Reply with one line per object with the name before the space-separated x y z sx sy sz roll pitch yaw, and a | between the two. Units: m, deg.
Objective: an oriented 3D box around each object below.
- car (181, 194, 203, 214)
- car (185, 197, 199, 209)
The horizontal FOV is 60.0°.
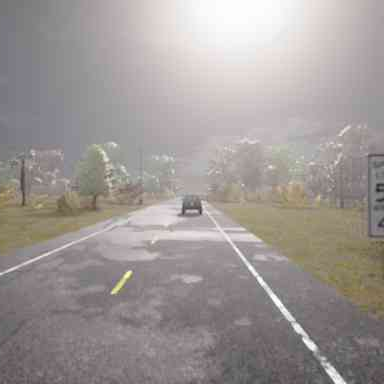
car | 0.000 1.270 35.721 2.150 2.045 5.566 0 0 0
car | 0.020 1.552 48.269 1.882 1.535 5.008 0 0 0
